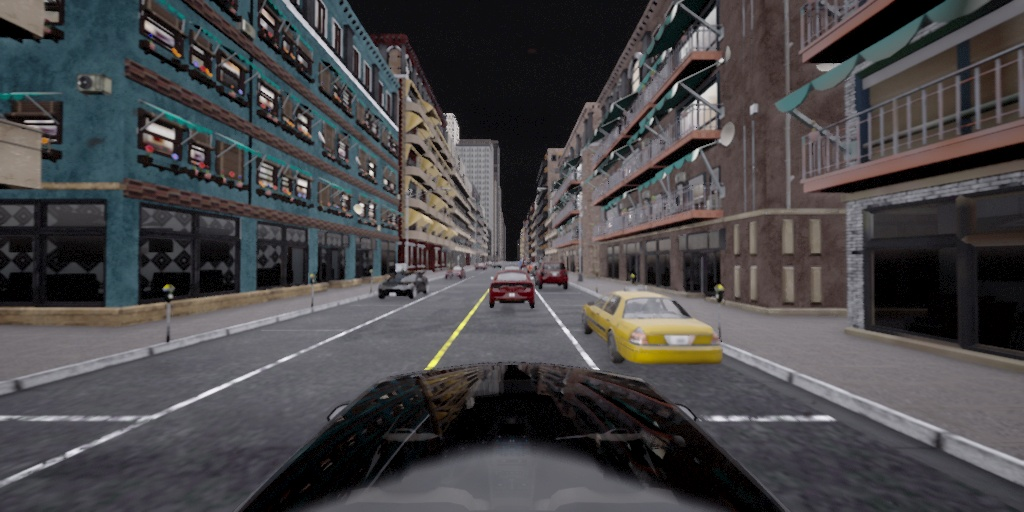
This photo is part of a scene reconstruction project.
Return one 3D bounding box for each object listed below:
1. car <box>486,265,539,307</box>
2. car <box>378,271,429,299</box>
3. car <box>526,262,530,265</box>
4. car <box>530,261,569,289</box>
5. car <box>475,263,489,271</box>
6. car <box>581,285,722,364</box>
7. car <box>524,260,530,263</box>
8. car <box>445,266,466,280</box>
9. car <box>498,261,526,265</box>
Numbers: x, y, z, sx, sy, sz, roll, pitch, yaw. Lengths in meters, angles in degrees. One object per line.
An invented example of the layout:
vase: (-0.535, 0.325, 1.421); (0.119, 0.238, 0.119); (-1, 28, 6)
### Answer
car: (0.007, 1.366, 16.328); (1.882, 1.535, 5.008); (0, 0, 0)
car: (-5.688, 1.482, 19.257); (1.948, 1.339, 4.313); (0, 0, 0)
car: (2.695, 1.631, 36.306); (2.007, 1.370, 4.403); (0, 0, 0)
car: (2.694, 1.285, 24.941); (2.192, 1.841, 5.009); (0, 0, 0)
car: (-5.681, 1.903, 64.714); (1.888, 1.381, 4.507); (0, 0, 0)
car: (2.692, 1.334, 8.064); (1.751, 1.417, 4.829); (0, 0, 0)
car: (3.120, 1.562, 49.520); (2.097, 1.767, 4.553); (0, -1, 0)
car: (-5.685, 1.662, 36.304); (1.802, 1.307, 4.207); (0, 0, 0)
car: (0.010, 1.510, 31.327); (1.882, 1.535, 5.008); (0, 0, 0)
